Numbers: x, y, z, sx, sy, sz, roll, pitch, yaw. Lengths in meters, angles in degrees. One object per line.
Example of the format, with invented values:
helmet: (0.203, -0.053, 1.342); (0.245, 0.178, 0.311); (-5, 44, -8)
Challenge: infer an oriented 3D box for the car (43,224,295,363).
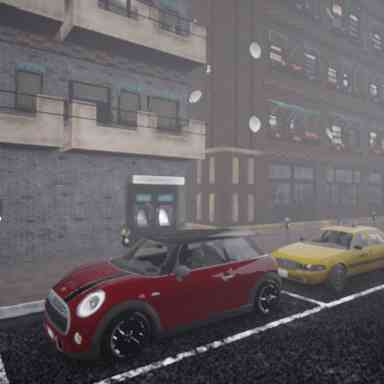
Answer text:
car: (-0.364, 1.436, 5.828); (4.097, 1.590, 1.967); (0, 1, -36)

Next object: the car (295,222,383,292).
car: (4.012, 1.514, 8.956); (4.829, 1.417, 1.752); (0, 1, -36)
